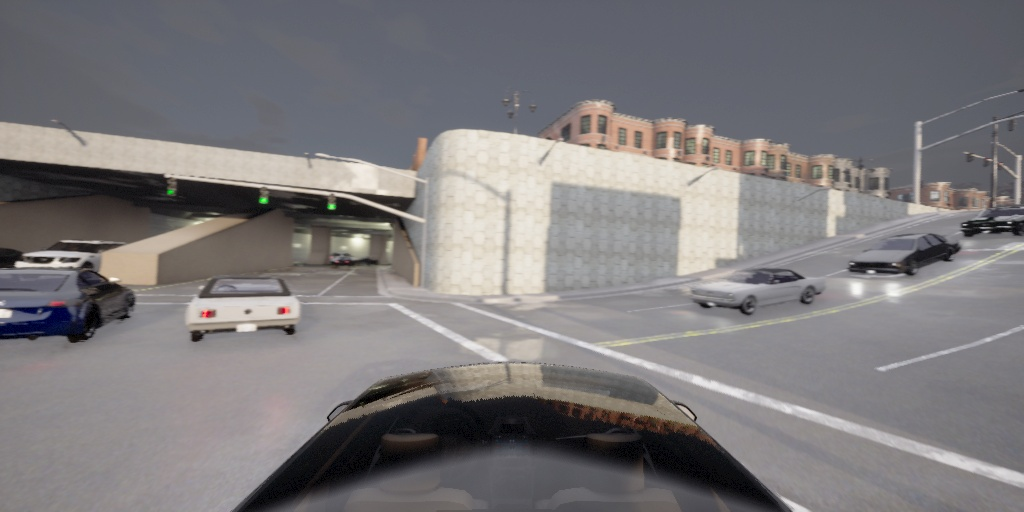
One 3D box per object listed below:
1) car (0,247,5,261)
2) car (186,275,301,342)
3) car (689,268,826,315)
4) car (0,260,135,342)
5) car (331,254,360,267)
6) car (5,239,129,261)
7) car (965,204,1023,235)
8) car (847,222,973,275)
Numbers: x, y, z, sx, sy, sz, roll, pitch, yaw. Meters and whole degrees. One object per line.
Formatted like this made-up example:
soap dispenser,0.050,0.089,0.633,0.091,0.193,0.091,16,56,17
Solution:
car,-26.037,0.250,17.412,1.882,1.535,5.008,3,-1,-21
car,-6.606,1.116,8.947,1.895,1.301,4.718,3,-1,-37
car,8.801,1.154,12.942,4.718,1.301,1.895,-5,2,-20
car,-9.853,0.920,7.646,1.994,1.385,4.181,3,-1,-36
car,-23.539,0.851,50.847,2.033,1.411,5.357,3,-1,-14
car,-23.014,0.150,19.330,2.150,2.045,5.566,3,-1,-22
car,26.574,-1.980,19.289,4.718,1.301,1.895,-12,4,-19
car,17.709,-0.206,16.149,5.357,1.411,2.033,-11,4,-19
